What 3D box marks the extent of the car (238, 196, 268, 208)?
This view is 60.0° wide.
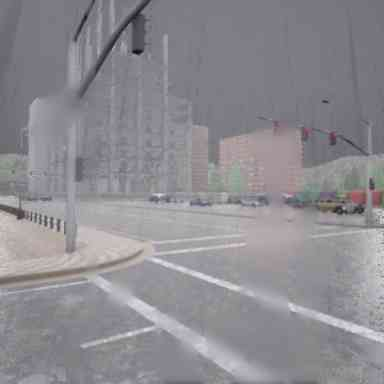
[{"bbox_3d":[9.908,1.814,54.236,1.970,1.475,3.806,1,0,-35],"label":"car"}]

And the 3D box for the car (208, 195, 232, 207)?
[{"bbox_3d":[5.890,1.876,69.894,1.970,1.475,3.806,1,0,-35],"label":"car"}]

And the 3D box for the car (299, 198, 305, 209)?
[{"bbox_3d":[23.649,1.751,64.073,1.932,1.855,4.605,1,0,-35],"label":"car"}]

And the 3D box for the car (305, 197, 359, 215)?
[{"bbox_3d":[15.401,1.512,36.790,1.932,1.855,4.605,1,0,-35],"label":"car"}]

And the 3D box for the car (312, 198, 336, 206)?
[{"bbox_3d":[26.048,1.992,65.693,1.784,1.438,3.905,1,0,-35],"label":"car"}]

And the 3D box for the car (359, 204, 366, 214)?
[{"bbox_3d":[17.795,1.545,38.418,1.905,1.878,3.866,1,0,-35],"label":"car"}]

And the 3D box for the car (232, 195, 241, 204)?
[{"bbox_3d":[8.254,1.875,71.567,1.784,1.438,3.905,1,0,-35],"label":"car"}]

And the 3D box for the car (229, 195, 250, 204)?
[{"bbox_3d":[10.417,1.693,73.159,1.932,1.855,4.605,1,0,-35],"label":"car"}]

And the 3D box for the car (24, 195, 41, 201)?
[{"bbox_3d":[-41.357,1.769,86.139,1.895,1.301,4.718,1,0,-35],"label":"car"}]
